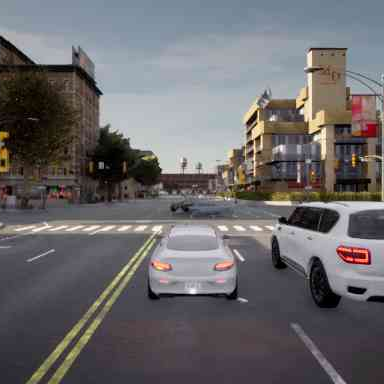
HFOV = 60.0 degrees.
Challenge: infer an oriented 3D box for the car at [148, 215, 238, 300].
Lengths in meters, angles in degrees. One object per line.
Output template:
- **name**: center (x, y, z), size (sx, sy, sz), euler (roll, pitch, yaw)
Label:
- **car**: center (0.012, 1.526, 8.284), size (1.812, 1.442, 4.674), euler (0, 0, 0)

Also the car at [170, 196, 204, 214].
- **car**: center (0.235, 1.477, 34.207), size (5.008, 1.535, 1.882), euler (0, 0, 0)

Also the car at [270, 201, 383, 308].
- **car**: center (3.511, 1.221, 8.053), size (2.150, 2.045, 5.566), euler (0, 0, 0)

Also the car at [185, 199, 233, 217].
- **car**: center (1.694, 1.564, 30.706), size (4.181, 1.385, 1.994), euler (0, 0, 0)
